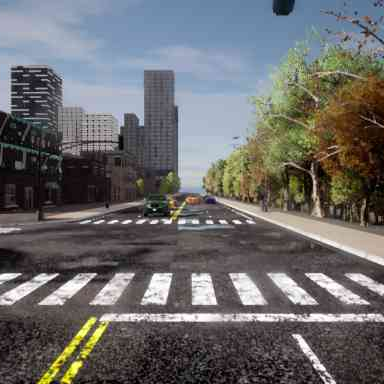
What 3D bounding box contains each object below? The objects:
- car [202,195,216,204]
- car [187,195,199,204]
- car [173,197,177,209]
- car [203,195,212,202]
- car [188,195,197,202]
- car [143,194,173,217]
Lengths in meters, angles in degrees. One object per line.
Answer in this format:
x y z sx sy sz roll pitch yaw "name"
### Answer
3.437 1.541 61.892 1.994 1.385 4.181 0 0 0 "car"
0.189 1.328 62.383 2.097 1.767 4.553 0 0 0 "car"
-3.277 1.463 42.276 1.882 1.535 5.008 0 0 0 "car"
3.357 1.471 73.118 1.837 1.490 4.892 0 0 0 "car"
0.119 1.448 72.852 1.882 1.535 5.008 0 0 0 "car"
-3.296 1.212 32.094 2.150 2.045 5.566 0 0 0 "car"
